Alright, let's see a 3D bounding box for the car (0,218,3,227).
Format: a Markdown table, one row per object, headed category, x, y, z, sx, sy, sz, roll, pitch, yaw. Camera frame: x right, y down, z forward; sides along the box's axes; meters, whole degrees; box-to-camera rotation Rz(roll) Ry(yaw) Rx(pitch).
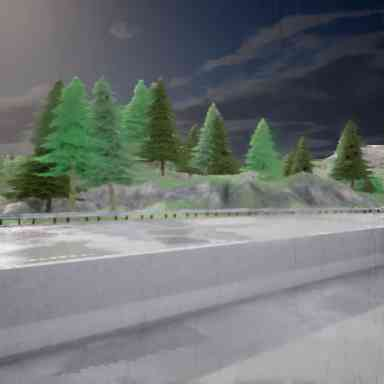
| category | x | y | z | sx | sy | sz | roll | pitch | yaw |
| --- | --- | --- | --- | --- | --- | --- | --- | --- | --- |
| car | -12.272 | 1.555 | 16.721 | 4.718 | 1.301 | 1.895 | 1 | 0 | -35 |
